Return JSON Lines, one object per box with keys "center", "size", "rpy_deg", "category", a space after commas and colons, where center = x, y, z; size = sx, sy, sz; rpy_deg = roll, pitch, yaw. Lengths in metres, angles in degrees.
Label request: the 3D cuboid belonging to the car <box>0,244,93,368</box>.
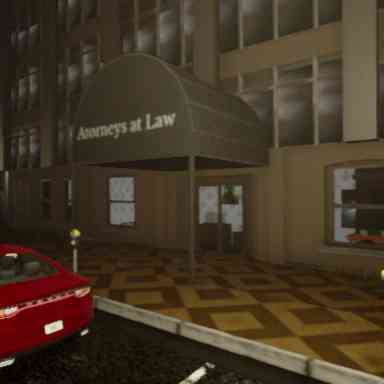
{"center": [-3.512, 1.515, 5.388], "size": [4.507, 1.381, 1.887], "rpy_deg": [0, 0, 35], "category": "car"}
